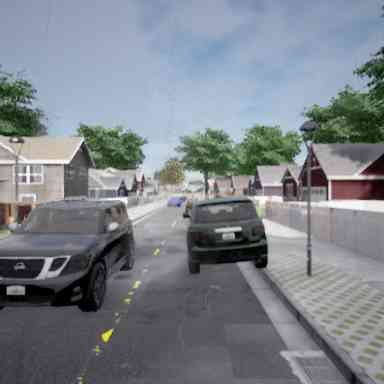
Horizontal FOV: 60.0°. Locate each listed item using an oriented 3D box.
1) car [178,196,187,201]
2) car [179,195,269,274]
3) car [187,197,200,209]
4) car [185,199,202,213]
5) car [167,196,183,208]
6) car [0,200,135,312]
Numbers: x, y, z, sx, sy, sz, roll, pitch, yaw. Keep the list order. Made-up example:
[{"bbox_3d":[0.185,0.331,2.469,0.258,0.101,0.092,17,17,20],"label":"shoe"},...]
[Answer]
[{"bbox_3d":[-2.425,1.643,84.946,2.033,1.411,5.357,0,0,0],"label":"car"},{"bbox_3d":[0.914,1.172,10.782,2.150,2.045,5.566,-5,0,0],"label":"car"},{"bbox_3d":[0.212,1.547,48.610,1.882,1.535,5.008,0,0,1],"label":"car"},{"bbox_3d":[0.215,1.561,38.347,1.837,1.490,4.892,0,-1,0],"label":"car"},{"bbox_3d":[-2.655,1.548,49.683,1.882,1.535,5.008,0,0,0],"label":"car"},{"bbox_3d":[-2.822,1.240,8.125,2.150,2.045,5.566,0,0,0],"label":"car"}]
